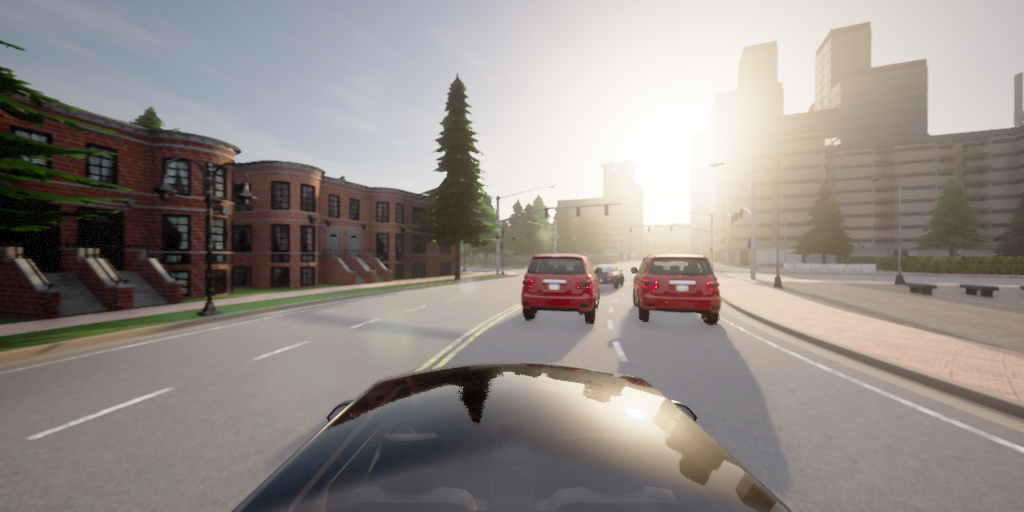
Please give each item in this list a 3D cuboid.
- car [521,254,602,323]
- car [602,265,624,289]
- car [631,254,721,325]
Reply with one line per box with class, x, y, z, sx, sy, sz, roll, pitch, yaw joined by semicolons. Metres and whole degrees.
car;1.845;0.968;12.398;2.150;2.045;5.566;0;-1;15
car;6.159;1.286;23.428;1.812;1.442;4.674;0;0;24
car;5.375;0.983;12.251;2.150;2.045;5.566;0;0;17
